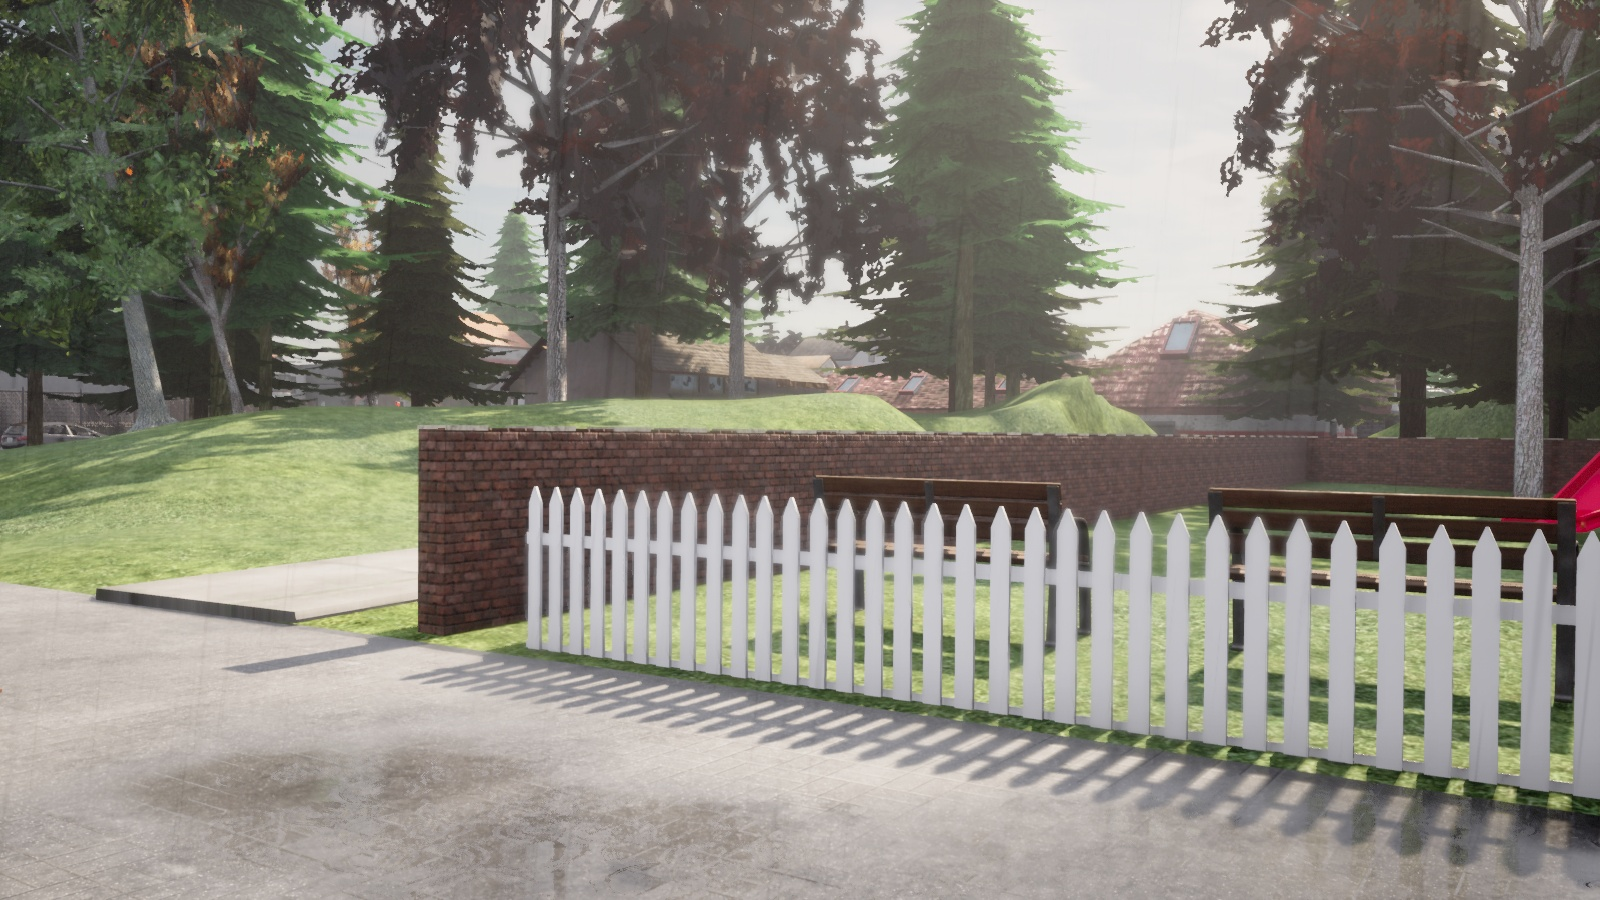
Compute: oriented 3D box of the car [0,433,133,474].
[{"bbox_3d":[-31.537,0.125,53.893,2.242,1.667,4.611,0,1,33],"label":"car"}]
